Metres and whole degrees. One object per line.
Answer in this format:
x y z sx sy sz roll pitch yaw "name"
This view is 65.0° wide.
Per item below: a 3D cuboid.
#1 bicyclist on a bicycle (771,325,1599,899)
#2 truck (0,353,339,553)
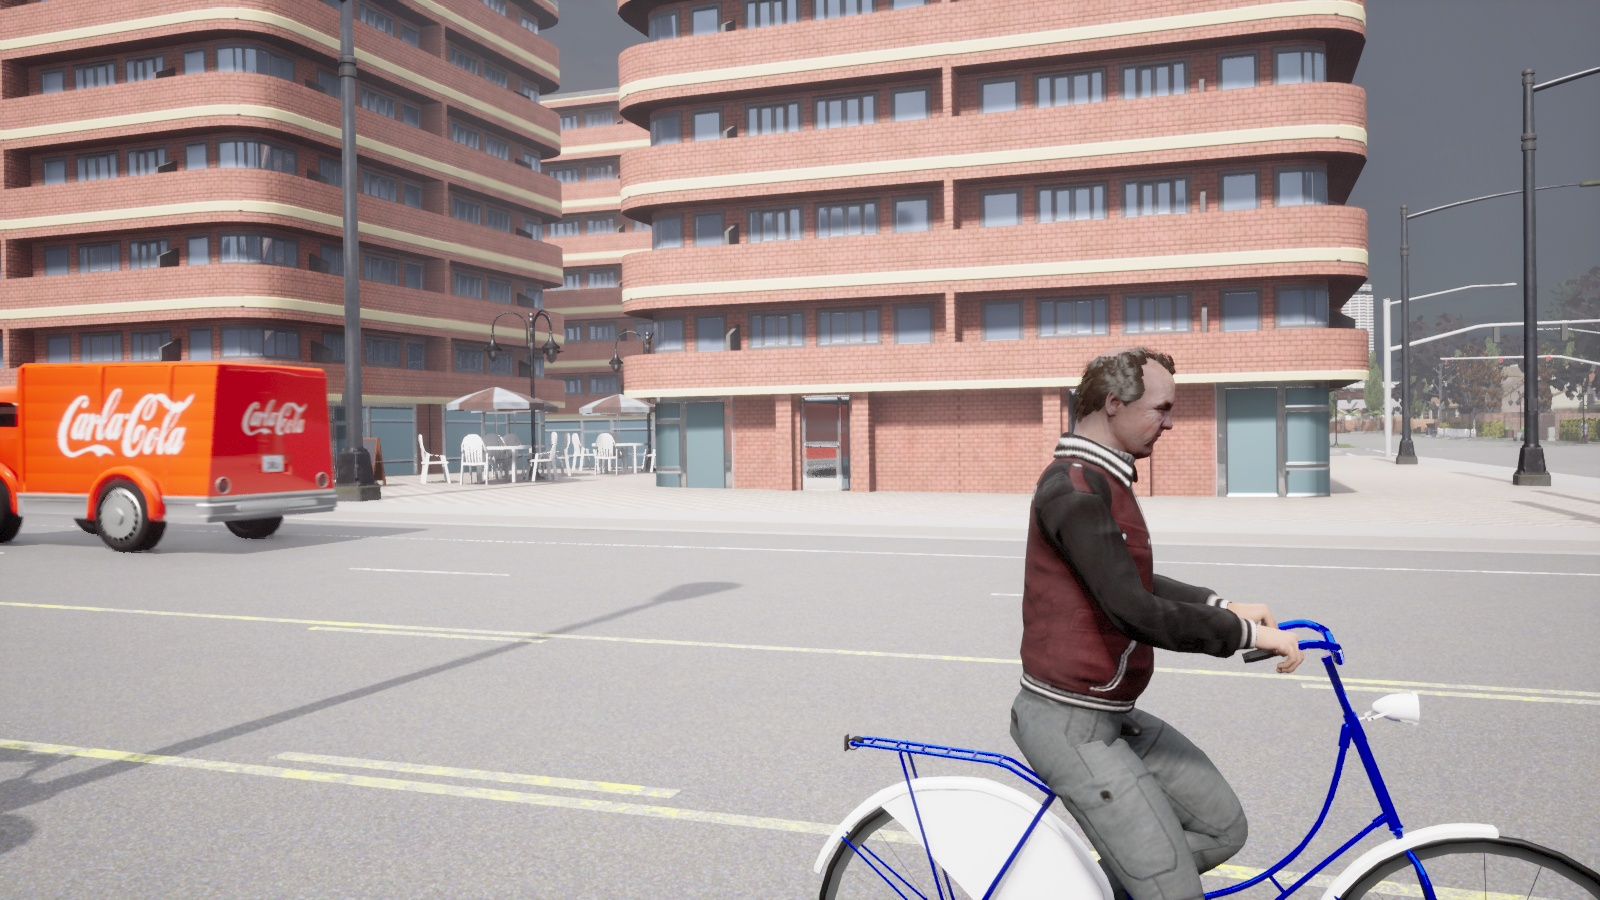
0.914 0.654 2.814 1.843 1.776 0.659 0 1 18 "bicyclist on a bicycle"
-9.466 -0.017 17.516 5.204 2.467 2.627 1 1 19 "truck"
